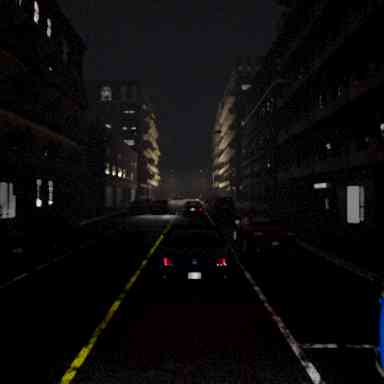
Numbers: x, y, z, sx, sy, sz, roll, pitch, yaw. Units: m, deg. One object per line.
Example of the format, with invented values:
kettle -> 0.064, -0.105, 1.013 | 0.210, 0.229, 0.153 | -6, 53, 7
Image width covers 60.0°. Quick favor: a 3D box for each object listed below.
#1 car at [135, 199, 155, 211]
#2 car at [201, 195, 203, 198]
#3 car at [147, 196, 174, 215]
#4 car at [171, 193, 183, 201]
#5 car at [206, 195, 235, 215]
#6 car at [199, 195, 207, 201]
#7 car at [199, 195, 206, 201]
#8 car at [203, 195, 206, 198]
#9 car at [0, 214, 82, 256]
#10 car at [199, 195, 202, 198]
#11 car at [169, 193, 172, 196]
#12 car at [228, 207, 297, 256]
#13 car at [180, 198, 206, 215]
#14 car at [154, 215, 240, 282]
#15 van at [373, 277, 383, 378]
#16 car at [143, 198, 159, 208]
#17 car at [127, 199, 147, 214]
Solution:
car -> -5.687, 1.526, 40.885 | 1.802, 1.307, 4.206 | 1, 0, 0
car -> 2.990, 1.431, 55.754 | 1.837, 1.490, 4.892 | 0, 0, 0
car -> -3.105, 1.458, 33.589 | 1.837, 1.490, 4.892 | 0, 0, 0
car -> -3.013, 1.285, 73.999 | 1.812, 1.442, 4.674 | 0, 0, 0
car -> 2.699, 1.274, 29.704 | 2.192, 1.841, 5.009 | 1, 0, 0
car -> 2.687, 1.420, 80.014 | 1.752, 1.417, 4.829 | 1, 0, 0
car -> 2.685, 1.470, 85.416 | 1.802, 1.307, 4.206 | 1, 0, 0
car -> 2.698, 1.267, 35.274 | 2.192, 1.841, 5.009 | 1, 0, 0
car -> -5.682, 1.547, 13.029 | 1.947, 1.339, 4.313 | 1, 0, 0
car -> 2.689, 1.459, 68.702 | 2.008, 1.369, 4.403 | 1, 0, 0
car -> -5.695, 1.446, 91.025 | 1.947, 1.339, 4.313 | 1, 0, 0
car -> 2.699, 1.526, 12.991 | 1.887, 1.381, 4.507 | 1, 0, 0
car -> 0.090, 1.505, 30.386 | 2.033, 1.411, 5.357 | 0, 0, 0
car -> 0.073, 1.587, 9.685 | 1.895, 1.301, 4.718 | 0, 0, 0
van -> 2.703, 1.338, 1.850 | 1.690, 1.788, 3.998 | 1, 0, 0
car -> -5.688, 1.519, 46.456 | 1.802, 1.307, 4.206 | 1, 0, 0
car -> -5.686, 1.496, 35.314 | 1.887, 1.381, 4.507 | 1, 0, 0
